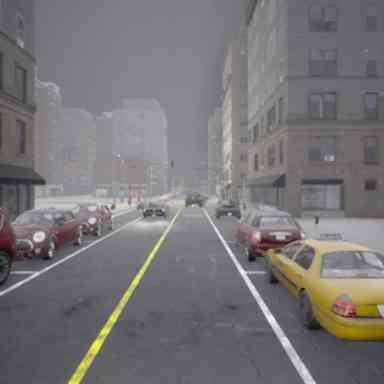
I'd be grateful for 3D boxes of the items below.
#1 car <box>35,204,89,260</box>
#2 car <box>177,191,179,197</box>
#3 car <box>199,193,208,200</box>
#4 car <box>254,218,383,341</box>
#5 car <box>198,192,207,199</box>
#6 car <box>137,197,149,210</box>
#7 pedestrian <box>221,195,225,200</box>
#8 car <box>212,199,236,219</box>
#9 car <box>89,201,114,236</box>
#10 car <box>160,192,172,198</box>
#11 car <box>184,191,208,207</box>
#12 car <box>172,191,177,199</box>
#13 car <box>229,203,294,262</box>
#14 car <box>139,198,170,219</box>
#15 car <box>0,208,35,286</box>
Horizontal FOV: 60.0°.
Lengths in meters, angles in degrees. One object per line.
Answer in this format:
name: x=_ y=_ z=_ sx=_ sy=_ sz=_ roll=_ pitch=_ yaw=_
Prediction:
car: x=-5.388 y=1.368 z=11.847 sx=1.967 sy=1.590 sz=4.097 roll=0 pitch=0 yaw=0
car: x=-5.391 y=0.793 z=88.385 sx=2.192 sy=1.841 sz=5.009 roll=0 pitch=0 yaw=0
car: x=2.635 y=0.984 z=77.062 sx=1.967 sy=1.590 sz=4.097 roll=0 pitch=0 yaw=0
car: x=2.637 y=1.485 z=6.608 sx=1.752 sy=1.417 sz=4.829 roll=0 pitch=0 yaw=0
car: x=2.635 y=0.826 z=82.723 sx=2.192 sy=1.841 sz=5.009 roll=0 pitch=0 yaw=0
car: x=-5.389 y=1.318 z=38.894 sx=2.008 sy=1.369 sz=4.403 roll=0 pitch=0 yaw=0
pedestrian: x=2.749 y=1.115 z=29.715 sx=0.375 sy=1.860 sz=0.375 roll=0 pitch=0 yaw=-8
car: x=2.749 y=1.345 z=26.770 sx=1.837 sy=1.490 sz=4.892 roll=0 pitch=0 yaw=0
car: x=-5.388 y=1.335 z=17.256 sx=1.967 sy=1.590 sz=4.097 roll=0 pitch=0 yaw=0
car: x=-5.390 y=1.136 z=65.569 sx=1.752 sy=1.417 sz=4.829 roll=0 pitch=0 yaw=0
car: x=0.501 y=0.956 z=44.406 sx=2.150 sy=2.045 sz=5.566 roll=0 pitch=0 yaw=8
car: x=-5.391 y=1.061 z=82.725 sx=2.008 sy=1.369 sz=4.403 roll=0 pitch=0 yaw=0
car: x=2.637 y=1.368 z=11.847 sx=1.967 sy=1.590 sz=4.097 roll=0 pitch=0 yaw=0
car: x=-2.845 y=1.437 z=27.135 sx=1.895 sy=1.301 sz=4.718 roll=0 pitch=0 yaw=0
car: x=-5.388 y=1.275 z=6.437 sx=2.192 sy=1.841 sz=5.009 roll=0 pitch=0 yaw=0
